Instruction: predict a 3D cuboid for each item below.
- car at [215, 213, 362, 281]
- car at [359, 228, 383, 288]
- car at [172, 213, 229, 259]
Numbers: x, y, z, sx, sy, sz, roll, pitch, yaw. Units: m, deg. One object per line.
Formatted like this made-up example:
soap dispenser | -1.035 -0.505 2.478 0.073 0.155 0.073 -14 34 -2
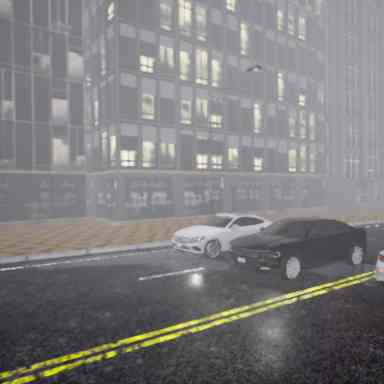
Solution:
car | 3.315 1.487 10.044 5.008 1.535 1.882 0 0 -35
car | 6.091 1.536 7.788 4.674 1.442 1.812 0 0 -36
car | 1.455 1.535 12.709 4.674 1.442 1.812 0 0 -35
